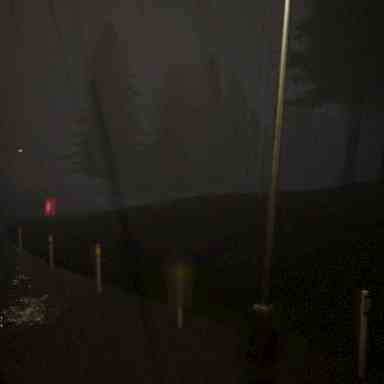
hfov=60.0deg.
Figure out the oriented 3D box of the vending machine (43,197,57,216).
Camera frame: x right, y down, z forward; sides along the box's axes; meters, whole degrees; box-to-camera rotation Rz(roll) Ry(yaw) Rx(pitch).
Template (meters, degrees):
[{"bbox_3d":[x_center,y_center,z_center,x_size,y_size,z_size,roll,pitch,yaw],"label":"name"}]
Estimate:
[{"bbox_3d":[-17.406,1.762,40.787,1.100,2.100,0.880,8,2,-4],"label":"vending machine"}]
